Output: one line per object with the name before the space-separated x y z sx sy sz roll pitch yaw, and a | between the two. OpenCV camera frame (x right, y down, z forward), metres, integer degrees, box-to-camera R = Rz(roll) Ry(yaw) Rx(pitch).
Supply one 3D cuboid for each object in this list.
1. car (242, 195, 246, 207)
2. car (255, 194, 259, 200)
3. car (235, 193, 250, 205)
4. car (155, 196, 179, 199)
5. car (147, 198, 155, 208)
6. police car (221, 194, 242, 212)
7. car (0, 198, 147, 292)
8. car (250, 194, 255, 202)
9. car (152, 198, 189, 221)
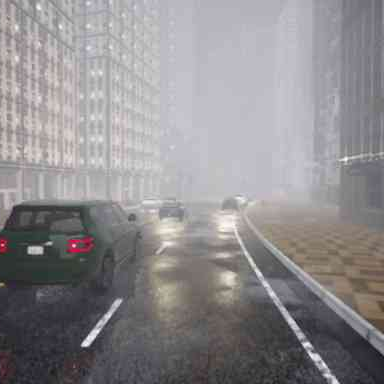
car | 6.570 1.540 49.439 1.812 1.442 4.674 0 0 13
car | 17.400 1.373 91.724 1.882 1.535 5.008 0 0 13
car | 7.935 1.243 55.161 2.150 2.045 5.566 0 0 14
car | -2.641 1.318 41.694 2.097 1.767 4.553 0 0 11
car | -5.438 1.474 44.472 1.812 1.442 4.674 0 0 11
police car | 4.652 1.433 39.988 1.930 1.638 5.238 0 0 10
car | -2.886 1.211 9.051 2.150 2.045 5.566 0 0 2
car | 12.164 1.577 73.145 1.895 1.301 4.718 0 0 17
car | -1.412 1.476 26.933 2.128 1.511 4.902 0 0 7
